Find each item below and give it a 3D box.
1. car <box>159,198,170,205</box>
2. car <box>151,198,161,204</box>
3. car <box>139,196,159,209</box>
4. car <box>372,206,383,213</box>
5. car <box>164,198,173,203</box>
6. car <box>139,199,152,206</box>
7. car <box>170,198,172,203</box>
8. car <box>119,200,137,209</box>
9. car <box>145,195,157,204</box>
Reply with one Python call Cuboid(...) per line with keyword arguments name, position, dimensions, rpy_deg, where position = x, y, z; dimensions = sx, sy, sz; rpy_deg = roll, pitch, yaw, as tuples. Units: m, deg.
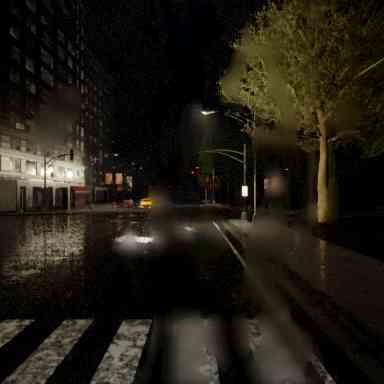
Cuboid(name="car", position=(-6.333, 2.036, 69.088), dimensions=(2.033, 1.411, 5.357), rpy_deg=(0, -1, 0))
Cuboid(name="car", position=(-9.534, 2.302, 88.823), dimensions=(2.128, 1.511, 4.902), rpy_deg=(0, -1, 0))
Cuboid(name="car", position=(-6.475, 1.739, 49.384), dimensions=(1.882, 1.535, 5.008), rpy_deg=(0, -1, 0))
Cuboid(name="car", position=(41.790, 3.910, 74.394), dimensions=(4.892, 1.490, 1.837), rpy_deg=(4, -3, -45))
Cuboid(name="car", position=(-6.282, 2.330, 89.647), dimensions=(2.033, 1.411, 5.357), rpy_deg=(0, -1, 0))
Cuboid(name="car", position=(-9.586, 2.043, 68.455), dimensions=(1.994, 1.385, 4.181), rpy_deg=(0, -1, 0))
Cuboid(name="car", position=(-6.307, 2.159, 79.306), dimensions=(1.812, 1.442, 4.674), rpy_deg=(0, -1, 0))
Cuboid(name="car", position=(-9.719, 1.839, 50.818), dimensions=(1.994, 1.385, 4.181), rpy_deg=(0, -1, 0))
Cuboid(name="car", position=(-9.559, 1.851, 78.699), dimensions=(2.150, 2.045, 5.566), rpy_deg=(0, -1, 0))
